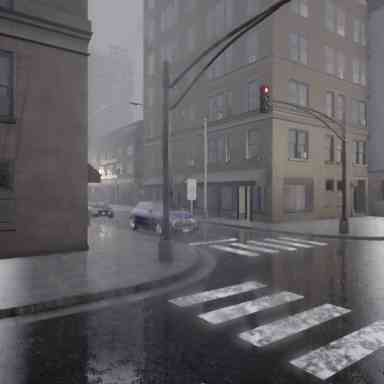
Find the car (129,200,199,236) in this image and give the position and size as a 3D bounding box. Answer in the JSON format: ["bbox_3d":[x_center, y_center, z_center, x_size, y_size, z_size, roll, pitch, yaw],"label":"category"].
[{"bbox_3d":[-1.595,1.269,17.998,2.097,1.767,4.553,0,0,-36],"label":"car"}]

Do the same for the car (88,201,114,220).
[{"bbox_3d":[-7.805,1.424,26.685,1.994,1.385,4.181,0,0,-35],"label":"car"}]
